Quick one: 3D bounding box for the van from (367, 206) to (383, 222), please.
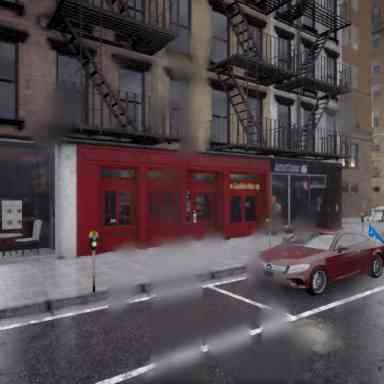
[{"bbox_3d":[7.814,1.340,11.720,3.998,1.788,1.690,0,0,-35],"label":"van"}]

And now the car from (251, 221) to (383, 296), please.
[{"bbox_3d":[3.403,1.582,8.595,4.206,1.307,1.802,0,0,-35],"label":"car"}]
